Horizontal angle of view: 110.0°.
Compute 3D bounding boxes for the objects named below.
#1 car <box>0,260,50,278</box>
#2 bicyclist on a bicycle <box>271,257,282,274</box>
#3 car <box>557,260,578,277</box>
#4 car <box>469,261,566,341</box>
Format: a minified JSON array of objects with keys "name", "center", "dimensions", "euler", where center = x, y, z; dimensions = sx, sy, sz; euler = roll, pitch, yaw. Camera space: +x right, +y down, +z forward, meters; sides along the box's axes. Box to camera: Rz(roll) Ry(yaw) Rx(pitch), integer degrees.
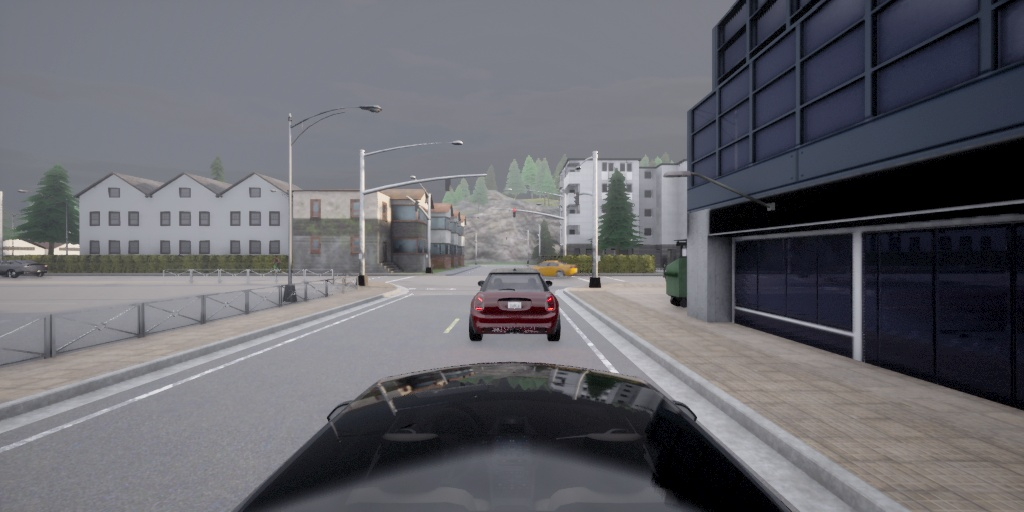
[{"name":"car","center":[-42.102,1.065,30.105],"dimensions":[4.902,1.511,2.128],"euler":[0,0,0]},{"name":"bicyclist on a bicycle","center":[-22.211,0.874,33.856],"dimensions":[0.582,1.620,1.656],"euler":[0,0,0]},{"name":"car","center":[3.331,1.158,31.885],"dimensions":[5.008,1.535,1.882],"euler":[-1,2,30]},{"name":"car","center":[0.085,1.102,10.014],"dimensions":[2.097,1.767,4.553],"euler":[0,0,1]}]
